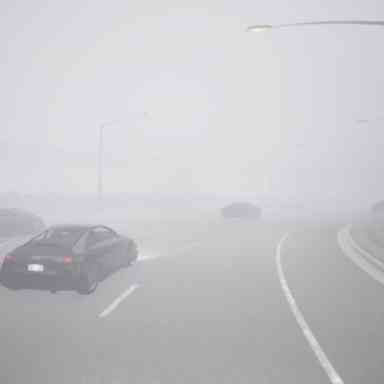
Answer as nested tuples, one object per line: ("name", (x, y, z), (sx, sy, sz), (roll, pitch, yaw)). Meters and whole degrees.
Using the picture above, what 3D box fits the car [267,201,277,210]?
("car", (13.021, 2.017, 51.917), (4.181, 1.385, 1.994), (1, -1, -38))

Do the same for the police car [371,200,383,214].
("police car", (24.309, 1.861, 41.422), (5.238, 1.638, 1.930), (1, -1, -36))

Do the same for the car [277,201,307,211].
("car", (15.114, 2.004, 49.107), (4.181, 1.385, 1.994), (1, -1, -38))

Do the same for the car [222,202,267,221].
("car", (4.417, 1.610, 28.737), (1.882, 1.535, 5.008), (-1, -1, 35))

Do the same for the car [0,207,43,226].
("car", (-8.668, 1.397, 14.974), (1.994, 1.385, 4.181), (1, 0, 15))

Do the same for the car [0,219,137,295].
("car", (-2.868, 1.501, 8.679), (1.994, 1.385, 4.181), (1, 0, 8))
